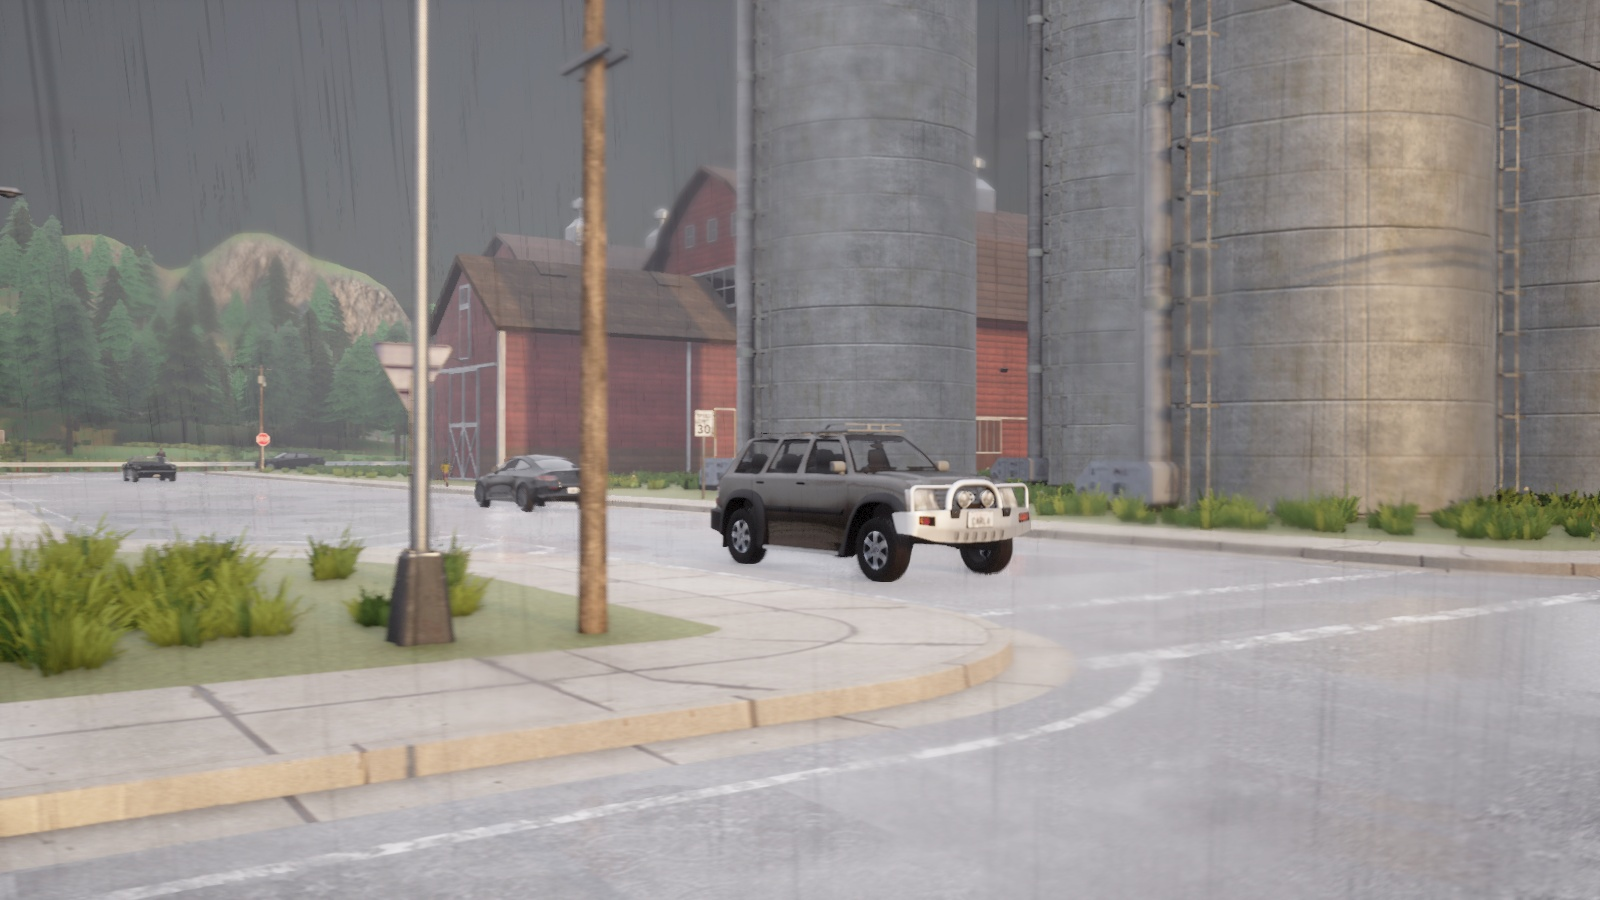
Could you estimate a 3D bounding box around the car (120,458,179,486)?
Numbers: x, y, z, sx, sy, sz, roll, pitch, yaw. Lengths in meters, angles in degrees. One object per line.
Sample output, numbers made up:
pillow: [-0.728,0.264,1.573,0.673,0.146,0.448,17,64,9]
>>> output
car: [-32.165,1.062,62.024,1.895,1.301,4.718,0,0,-36]

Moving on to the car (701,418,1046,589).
car: [0.763,0.598,16.065,1.932,1.855,4.605,0,0,-36]

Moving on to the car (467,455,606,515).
car: [-6.971,0.862,32.864,1.812,1.442,4.674,0,0,-36]
